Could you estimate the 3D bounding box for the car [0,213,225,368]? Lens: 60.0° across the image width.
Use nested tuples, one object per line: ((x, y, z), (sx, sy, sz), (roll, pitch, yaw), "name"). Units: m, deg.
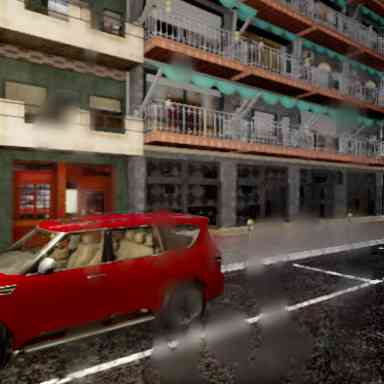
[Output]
((-1.726, 1.320, 5.328), (5.009, 1.841, 2.192), (0, 0, -35), "car")
